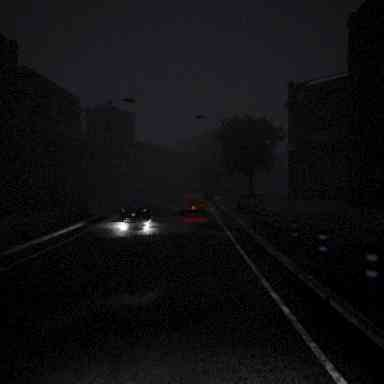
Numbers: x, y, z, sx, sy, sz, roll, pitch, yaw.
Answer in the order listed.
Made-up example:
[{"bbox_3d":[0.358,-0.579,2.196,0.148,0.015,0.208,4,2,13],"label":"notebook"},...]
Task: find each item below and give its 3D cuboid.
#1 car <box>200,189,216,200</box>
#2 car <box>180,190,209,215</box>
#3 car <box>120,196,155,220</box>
[{"bbox_3d":[1.673,0.278,42.791,1.994,1.385,4.181,0,2,16],"label":"car"},{"bbox_3d":[0.102,0.869,25.705,1.882,1.535,5.008,0,2,0],"label":"car"},{"bbox_3d":[-3.577,1.026,22.627,1.812,1.442,4.674,0,2,0],"label":"car"}]
